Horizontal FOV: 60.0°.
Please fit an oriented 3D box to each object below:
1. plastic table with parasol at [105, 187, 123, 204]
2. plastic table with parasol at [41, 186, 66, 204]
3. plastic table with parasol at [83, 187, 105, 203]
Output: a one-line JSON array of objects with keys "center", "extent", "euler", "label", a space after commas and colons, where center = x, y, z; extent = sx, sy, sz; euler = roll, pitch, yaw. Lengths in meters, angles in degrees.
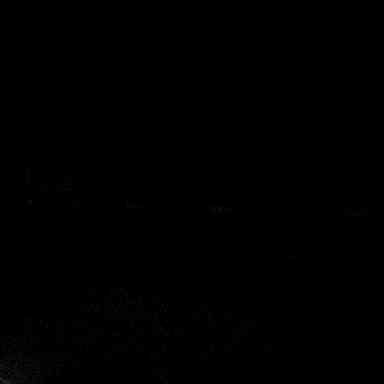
[{"center": [-12.059, 0.504, 51.419], "extent": [2.482, 2.480, 2.482], "euler": [0, 0, -6], "label": "plastic table with parasol"}, {"center": [-19.469, 0.405, 46.853], "extent": [2.482, 2.480, 2.482], "euler": [-1, 0, -4], "label": "plastic table with parasol"}, {"center": [-15.789, 0.468, 53.667], "extent": [2.482, 2.480, 2.482], "euler": [1, 1, 34], "label": "plastic table with parasol"}]
